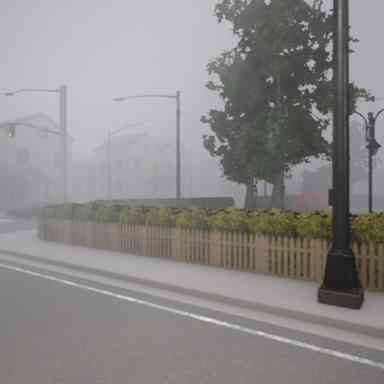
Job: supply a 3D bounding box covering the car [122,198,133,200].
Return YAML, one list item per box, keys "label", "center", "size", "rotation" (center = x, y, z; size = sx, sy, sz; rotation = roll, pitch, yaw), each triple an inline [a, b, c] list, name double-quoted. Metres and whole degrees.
- label: "car"
  center: [-7.317, 1.502, 38.004]
  size: [2.128, 1.511, 4.902]
  rotation: [0, 0, 35]

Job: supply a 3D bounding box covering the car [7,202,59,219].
- label: "car"
  center: [-13.260, 1.557, 29.458]
  size: [2.033, 1.411, 5.357]
  rotation: [0, 0, 35]

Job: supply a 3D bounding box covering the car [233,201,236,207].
- label: "car"
  center: [4.909, 1.573, 49.111]
  size: [1.994, 1.385, 4.181]
  rotation: [0, 0, 35]
